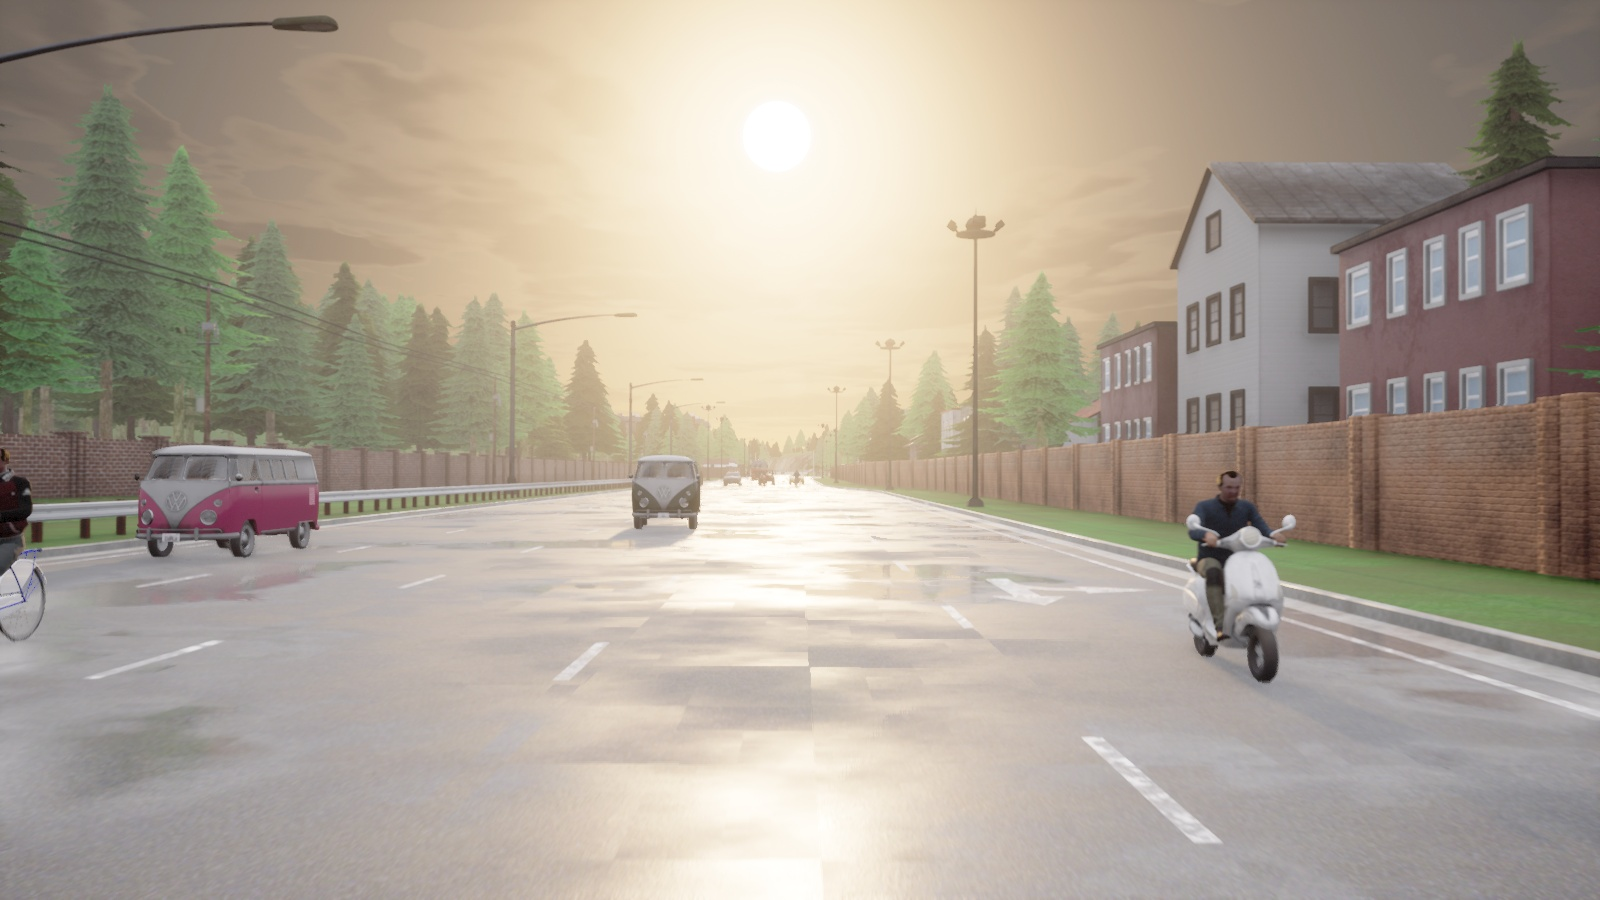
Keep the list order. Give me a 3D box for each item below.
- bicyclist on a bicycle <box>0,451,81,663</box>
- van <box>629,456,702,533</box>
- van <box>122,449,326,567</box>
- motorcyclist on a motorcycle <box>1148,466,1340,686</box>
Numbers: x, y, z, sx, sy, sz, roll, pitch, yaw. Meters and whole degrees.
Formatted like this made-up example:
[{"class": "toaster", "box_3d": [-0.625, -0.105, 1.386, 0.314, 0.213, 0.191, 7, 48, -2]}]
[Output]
[{"class": "bicyclist on a bicycle", "box_3d": [-7.027, 0.900, 10.773, 0.659, 1.776, 1.843, 0, -1, 0]}, {"class": "van", "box_3d": [-3.649, 1.183, 34.763, 1.775, 1.987, 4.442, 0, -1, -3]}, {"class": "van", "box_3d": [-10.558, 1.015, 23.423, 1.775, 1.987, 4.442, 0, -1, 0]}, {"class": "motorcyclist on a motorcycle", "box_3d": [3.475, 0.928, 10.029, 0.866, 1.590, 1.817, 0, -1, 0]}]
